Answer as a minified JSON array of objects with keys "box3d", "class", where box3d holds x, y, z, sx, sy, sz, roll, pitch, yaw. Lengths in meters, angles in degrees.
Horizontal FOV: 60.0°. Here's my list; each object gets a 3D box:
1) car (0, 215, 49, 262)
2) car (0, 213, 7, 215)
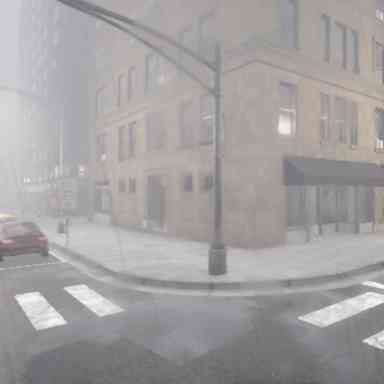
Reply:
[{"box3d":[-6.657,1.752,12.727,1.802,1.307,4.206,-1,0,-35],"class":"car"},{"box3d":[-9.970,1.766,17.407,1.752,1.417,4.829,-1,0,-35],"class":"car"}]
